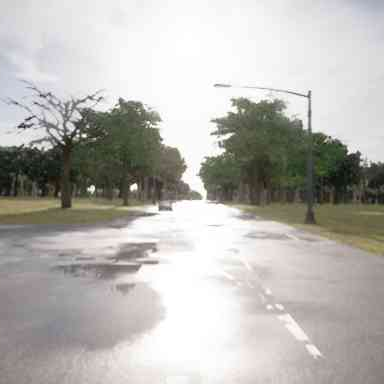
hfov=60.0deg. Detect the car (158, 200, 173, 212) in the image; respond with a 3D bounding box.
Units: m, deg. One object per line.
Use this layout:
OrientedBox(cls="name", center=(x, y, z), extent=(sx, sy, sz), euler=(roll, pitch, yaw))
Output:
OrientedBox(cls="car", center=(-3.577, 1.881, 45.411), extent=(1.812, 1.442, 4.674), euler=(0, -1, 0))
